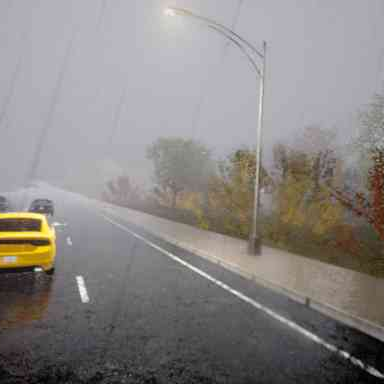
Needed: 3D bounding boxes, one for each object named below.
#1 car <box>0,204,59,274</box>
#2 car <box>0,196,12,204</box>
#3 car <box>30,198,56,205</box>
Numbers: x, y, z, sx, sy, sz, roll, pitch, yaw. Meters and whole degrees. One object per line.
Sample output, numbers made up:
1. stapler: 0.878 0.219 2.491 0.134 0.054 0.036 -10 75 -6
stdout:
1. car: -5.041 1.346 9.819 1.882 1.535 5.008 2 0 -22
2. car: -15.922 1.066 27.185 1.837 1.490 4.892 2 0 -22
3. car: -12.114 1.229 26.975 2.033 1.411 5.357 2 0 -22
